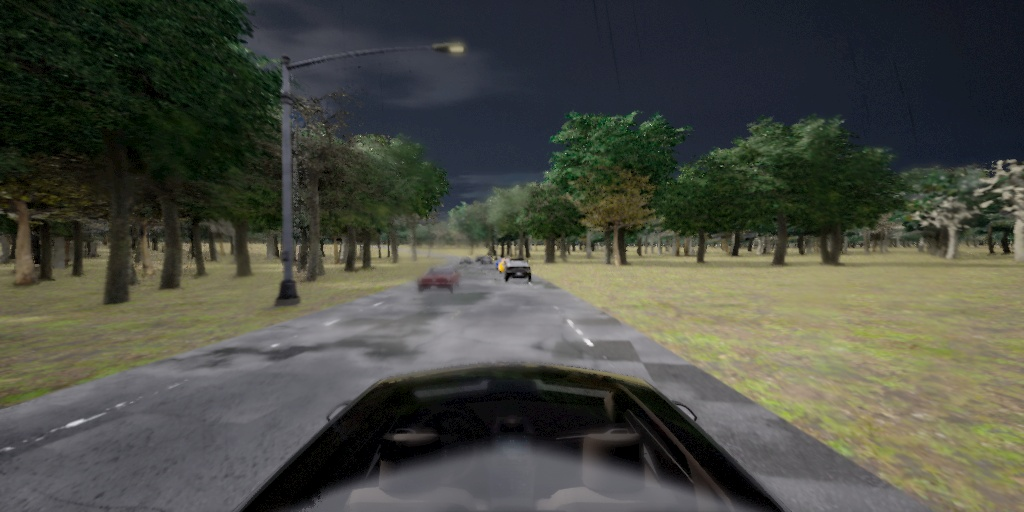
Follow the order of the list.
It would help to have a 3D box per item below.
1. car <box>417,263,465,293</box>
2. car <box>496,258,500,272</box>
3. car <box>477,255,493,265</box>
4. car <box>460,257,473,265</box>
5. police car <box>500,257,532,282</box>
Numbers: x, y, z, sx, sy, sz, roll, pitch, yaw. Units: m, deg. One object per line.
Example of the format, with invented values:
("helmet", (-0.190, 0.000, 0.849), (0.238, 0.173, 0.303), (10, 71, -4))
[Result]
("car", (-3.990, 1.248, 20.187), (1.895, 1.301, 4.718), (0, 0, -2))
("car", (-0.364, 0.958, 36.830), (1.882, 1.535, 5.008), (0, 1, -5))
("car", (-4.511, 0.709, 63.875), (2.128, 1.511, 4.902), (-1, 1, -9))
("car", (-7.854, 0.832, 61.857), (1.994, 1.385, 4.181), (-1, 1, -8))
("police car", (0.343, 0.990, 26.895), (1.930, 1.638, 5.238), (0, 0, -3))
